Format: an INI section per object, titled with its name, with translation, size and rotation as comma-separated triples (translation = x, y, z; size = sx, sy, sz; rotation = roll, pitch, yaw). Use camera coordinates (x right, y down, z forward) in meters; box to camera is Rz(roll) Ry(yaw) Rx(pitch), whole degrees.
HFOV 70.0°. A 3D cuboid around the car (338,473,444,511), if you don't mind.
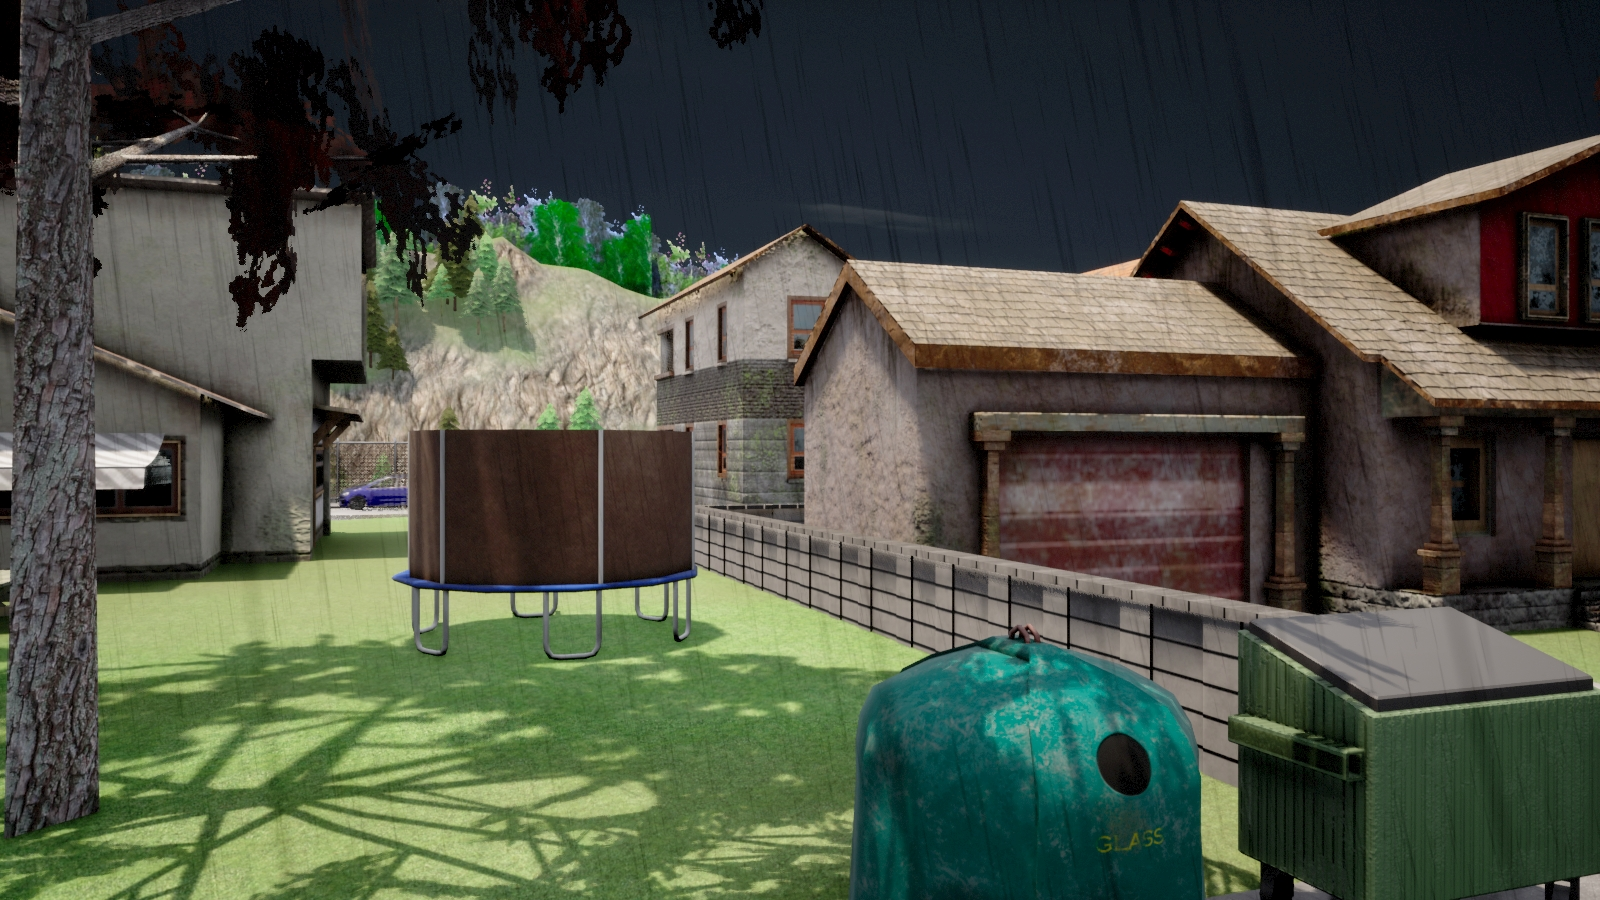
[car]
translation = -19.233, 1.969, 53.791
size = 4.611, 1.667, 2.242
rotation = 0, 0, -20
